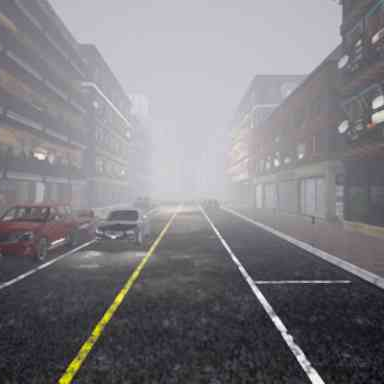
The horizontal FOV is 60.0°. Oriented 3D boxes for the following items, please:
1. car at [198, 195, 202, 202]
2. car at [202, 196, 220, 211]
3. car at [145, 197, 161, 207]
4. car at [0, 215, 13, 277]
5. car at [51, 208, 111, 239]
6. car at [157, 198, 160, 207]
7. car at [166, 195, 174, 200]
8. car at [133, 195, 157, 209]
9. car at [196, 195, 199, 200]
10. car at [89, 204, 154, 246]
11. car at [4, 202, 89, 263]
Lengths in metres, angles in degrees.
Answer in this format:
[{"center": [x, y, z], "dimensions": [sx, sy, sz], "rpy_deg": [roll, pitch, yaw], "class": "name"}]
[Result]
[{"center": [2.383, 1.535, 51.788], "dimensions": [1.887, 1.381, 4.507], "rpy_deg": [0, 0, 0], "class": "car"}, {"center": [2.450, 1.517, 40.685], "dimensions": [1.752, 1.417, 4.829], "rpy_deg": [0, 0, 0], "class": "car"}, {"center": [-5.997, 1.567, 51.742], "dimensions": [1.887, 1.381, 4.507], "rpy_deg": [0, 0, 0], "class": "car"}, {"center": [-5.725, 1.463, 6.651], "dimensions": [1.967, 1.590, 4.097], "rpy_deg": [0, 0, 0], "class": "car"}, {"center": [-5.793, 1.605, 17.924], "dimensions": [1.802, 1.307, 4.206], "rpy_deg": [0, 0, 0], "class": "car"}, {"center": [-5.964, 1.463, 46.104], "dimensions": [1.967, 1.590, 4.097], "rpy_deg": [0, 0, 0], "class": "car"}, {"center": [-6.235, 1.567, 91.193], "dimensions": [2.008, 1.369, 4.403], "rpy_deg": [0, 0, 0], "class": "car"}, {"center": [-5.929, 1.338, 40.469], "dimensions": [2.192, 1.841, 5.009], "rpy_deg": [0, 0, 0], "class": "car"}, {"center": [2.247, 1.538, 74.332], "dimensions": [2.008, 1.369, 4.403], "rpy_deg": [0, 0, 0], "class": "car"}, {"center": [-3.089, 1.518, 15.478], "dimensions": [1.837, 1.490, 4.892], "rpy_deg": [0, 0, 0], "class": "car"}, {"center": [-5.759, 1.338, 12.288], "dimensions": [2.192, 1.841, 5.009], "rpy_deg": [0, 0, 0], "class": "car"}]
